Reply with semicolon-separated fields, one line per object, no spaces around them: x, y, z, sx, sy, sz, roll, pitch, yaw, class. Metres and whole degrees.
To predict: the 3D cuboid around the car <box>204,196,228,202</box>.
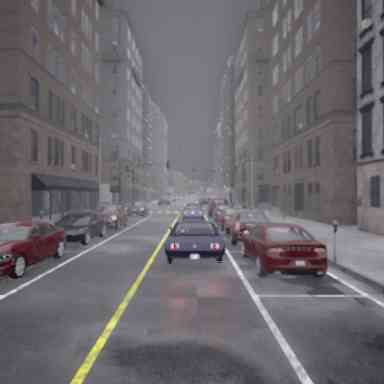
2.607;1.509;33.043;2.192;1.841;5.009;0;0;0;car

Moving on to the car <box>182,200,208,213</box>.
0.074;1.717;28.852;2.033;1.411;5.357;0;0;0;car

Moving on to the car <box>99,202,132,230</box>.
-5.407;1.567;21.670;1.967;1.590;4.097;0;0;0;car

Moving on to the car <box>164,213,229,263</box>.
0.089;1.674;12.260;1.895;1.301;4.718;0;0;0;car

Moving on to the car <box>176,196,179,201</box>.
-5.495;2.083;93.110;1.887;1.381;4.507;0;0;0;car

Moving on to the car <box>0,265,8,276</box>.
-2.848;1.511;0.985;1.837;1.490;4.892;0;0;0;car

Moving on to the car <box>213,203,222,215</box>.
2.618;1.673;21.677;1.887;1.381;4.507;0;0;0;car

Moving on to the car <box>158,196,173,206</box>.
-5.480;1.696;65.593;2.192;1.841;5.009;0;0;0;car

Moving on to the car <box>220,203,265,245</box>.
2.624;1.535;15.996;1.967;1.590;4.097;0;0;0;car

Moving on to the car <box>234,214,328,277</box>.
2.629;1.607;10.313;1.887;1.381;4.507;0;0;0;car

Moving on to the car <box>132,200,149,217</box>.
-5.418;1.633;33.034;1.967;1.590;4.097;0;0;0;car

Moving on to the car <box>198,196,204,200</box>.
2.645;1.665;60.098;2.192;1.841;5.009;0;0;0;car

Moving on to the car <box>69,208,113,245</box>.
-5.401;1.660;15.987;1.947;1.339;4.313;0;0;0;car

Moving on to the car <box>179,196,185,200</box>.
-2.839;2.055;94.472;1.812;1.442;4.674;0;0;0;car

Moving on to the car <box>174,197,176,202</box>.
-5.486;1.994;76.599;2.008;1.369;4.403;0;0;0;car

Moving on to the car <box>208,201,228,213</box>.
2.613;1.712;27.359;2.008;1.369;4.403;0;0;0;car

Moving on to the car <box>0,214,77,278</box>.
-5.396;1.606;10.305;1.887;1.381;4.507;0;0;0;car

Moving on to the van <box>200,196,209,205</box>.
2.625;1.754;71.106;1.690;1.788;3.998;0;0;0;van
